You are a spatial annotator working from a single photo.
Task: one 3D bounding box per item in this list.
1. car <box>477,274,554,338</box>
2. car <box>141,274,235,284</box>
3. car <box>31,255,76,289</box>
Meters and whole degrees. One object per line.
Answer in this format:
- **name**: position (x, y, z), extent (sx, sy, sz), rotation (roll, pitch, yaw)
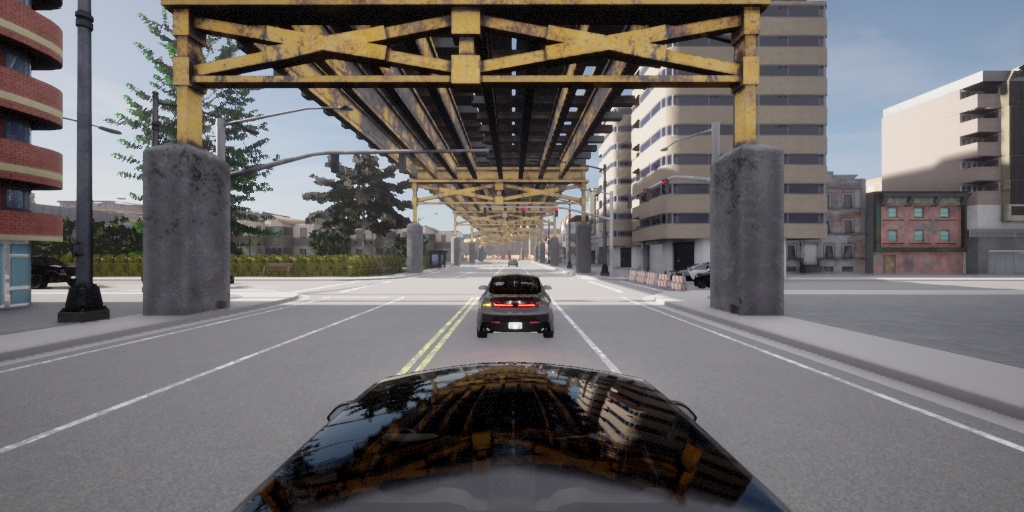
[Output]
- **car**: position (0.088, 1.255, 10.160), extent (1.837, 1.490, 4.892), rotation (0, 0, 0)
- **car**: position (-20.032, 1.255, 22.275), extent (4.892, 1.490, 1.837), rotation (0, 0, 0)
- **car**: position (-30.046, 0.971, 22.336), extent (5.566, 2.045, 2.150), rotation (0, 0, 0)
